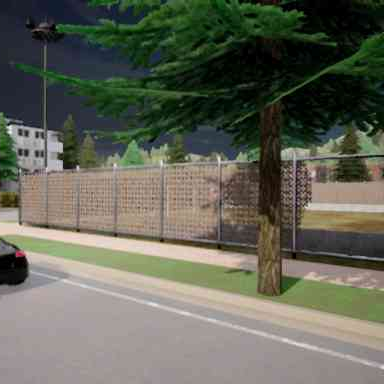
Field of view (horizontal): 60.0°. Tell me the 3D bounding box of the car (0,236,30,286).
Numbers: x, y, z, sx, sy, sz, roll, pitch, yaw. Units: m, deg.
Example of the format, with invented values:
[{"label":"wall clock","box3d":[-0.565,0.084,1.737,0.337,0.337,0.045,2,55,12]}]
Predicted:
[{"label":"car","box3d":[-5.827,1.516,8.104,4.181,1.385,1.994,0,0,36]}]
